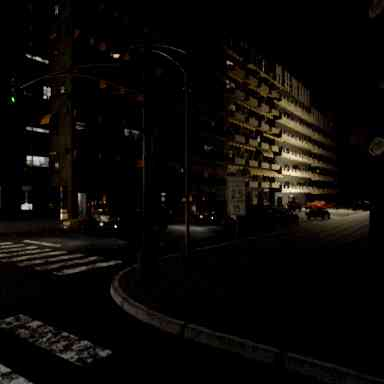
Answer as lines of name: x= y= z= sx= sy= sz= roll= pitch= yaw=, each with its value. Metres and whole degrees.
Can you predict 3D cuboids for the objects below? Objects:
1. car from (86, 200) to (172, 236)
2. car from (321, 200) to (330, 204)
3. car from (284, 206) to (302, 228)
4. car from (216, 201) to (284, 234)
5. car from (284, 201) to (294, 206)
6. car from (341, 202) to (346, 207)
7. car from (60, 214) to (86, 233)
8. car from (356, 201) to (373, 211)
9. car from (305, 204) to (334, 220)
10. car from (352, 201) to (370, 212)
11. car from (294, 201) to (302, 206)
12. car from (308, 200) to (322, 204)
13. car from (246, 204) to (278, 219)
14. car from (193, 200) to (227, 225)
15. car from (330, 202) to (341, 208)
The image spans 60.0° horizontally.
car: x=-3.582 y=1.540 z=21.252 sx=2.150 sy=2.045 sz=5.566 roll=0 pitch=-1 yaw=35
car: x=26.262 y=2.640 z=68.569 sx=2.192 sy=1.841 sz=5.009 roll=-1 pitch=-2 yaw=35
car: x=7.213 y=2.043 z=26.681 sx=1.887 sy=1.381 sz=4.507 roll=-1 pitch=-2 yaw=35
car: x=3.971 y=1.711 z=22.043 sx=2.192 sy=1.841 sz=5.009 roll=-1 pitch=-2 yaw=35
car: x=13.200 y=2.446 z=49.846 sx=1.752 sy=1.417 sz=4.829 roll=-1 pitch=-2 yaw=35
car: x=39.230 y=3.281 z=87.142 sx=1.947 sy=1.339 sz=4.313 roll=-1 pitch=-2 yaw=35
car: x=-6.247 y=1.834 z=21.980 sx=1.752 sy=1.417 sz=4.829 roll=-1 pitch=-2 yaw=35
car: x=33.141 y=2.621 z=63.842 sx=2.192 sy=1.841 sz=5.009 roll=-1 pitch=-2 yaw=35
car: x=13.696 y=2.284 z=35.969 sx=1.802 sy=1.307 sz=4.206 roll=-1 pitch=-2 yaw=35
car: x=29.900 y=2.522 z=59.197 sx=2.192 sy=1.841 sz=5.009 roll=-1 pitch=-2 yaw=35
car: x=16.538 y=2.340 z=54.636 sx=2.192 sy=1.841 sz=5.009 roll=-1 pitch=-2 yaw=35
car: x=23.022 y=2.770 z=63.919 sx=1.887 sy=1.381 sz=4.507 roll=-1 pitch=-2 yaw=35
car: x=8.054 y=2.191 z=37.901 sx=1.837 sy=1.490 sz=4.892 roll=0 pitch=-1 yaw=35
car: x=2.327 y=1.728 z=29.720 sx=2.150 sy=2.045 sz=5.566 roll=0 pitch=-1 yaw=34
car: x=32.746 y=3.066 z=77.852 sx=1.887 sy=1.381 sz=4.507 roll=-1 pitch=-2 yaw=35
